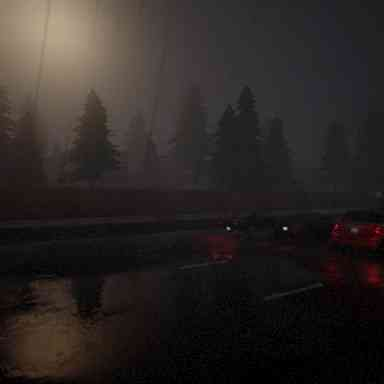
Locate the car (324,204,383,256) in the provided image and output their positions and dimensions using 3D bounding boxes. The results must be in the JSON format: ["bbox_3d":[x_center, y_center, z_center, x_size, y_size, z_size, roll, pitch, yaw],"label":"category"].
[{"bbox_3d":[7.862,1.482,13.779,4.553,1.767,2.097,1,-1,-35],"label":"car"}]

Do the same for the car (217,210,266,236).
[{"bbox_3d":[3.813,1.733,19.491,4.718,1.301,1.895,1,0,-35],"label":"car"}]

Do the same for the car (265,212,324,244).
[{"bbox_3d":[6.005,1.699,16.750,4.181,1.385,1.994,1,0,-35],"label":"car"}]

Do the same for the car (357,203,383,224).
[{"bbox_3d":[16.323,1.753,28.415,5.008,1.535,1.882,0,0,-35],"label":"car"}]
